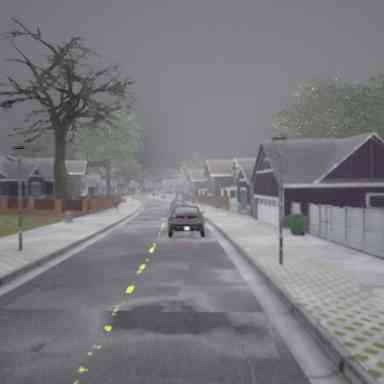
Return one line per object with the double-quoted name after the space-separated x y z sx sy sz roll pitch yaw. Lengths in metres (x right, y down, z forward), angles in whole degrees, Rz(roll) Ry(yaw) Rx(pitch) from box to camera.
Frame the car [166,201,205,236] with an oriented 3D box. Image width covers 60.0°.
-0.339 1.457 18.016 1.837 1.490 4.892 -1 0 -2 "car"
